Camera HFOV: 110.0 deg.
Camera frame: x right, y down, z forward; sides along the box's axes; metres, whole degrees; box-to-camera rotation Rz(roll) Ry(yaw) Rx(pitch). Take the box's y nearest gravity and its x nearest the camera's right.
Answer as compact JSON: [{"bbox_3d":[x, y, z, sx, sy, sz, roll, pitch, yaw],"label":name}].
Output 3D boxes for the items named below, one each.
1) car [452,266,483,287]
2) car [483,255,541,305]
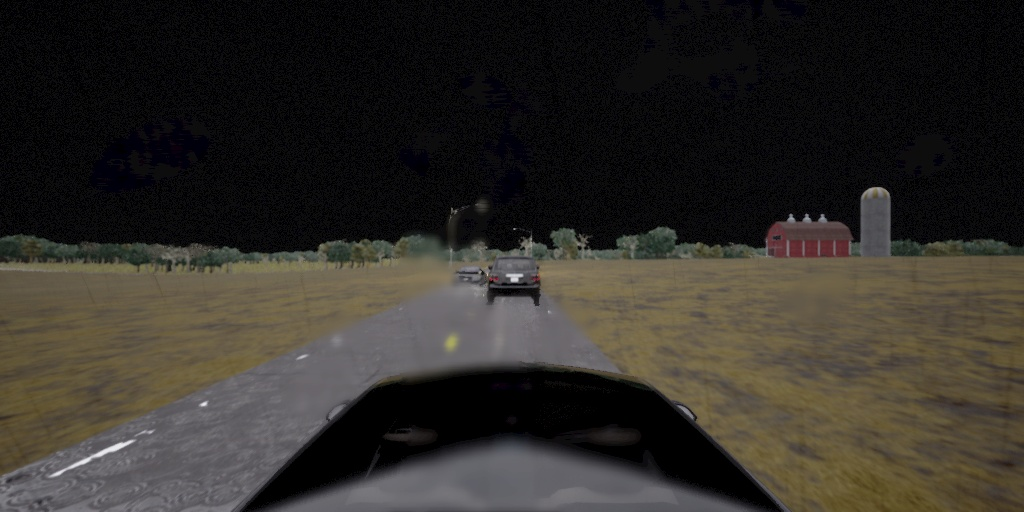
[{"bbox_3d":[-2.822,1.347,24.504,1.994,1.385,4.181,0,0,0],"label":"car"},{"bbox_3d":[0.097,0.989,16.217,2.150,2.045,5.566,0,0,0],"label":"car"}]
